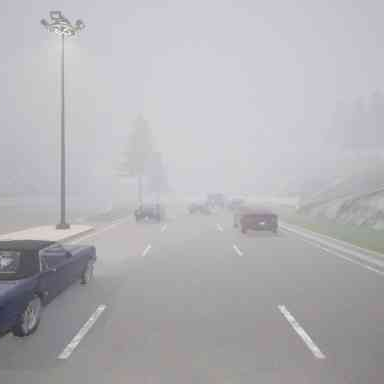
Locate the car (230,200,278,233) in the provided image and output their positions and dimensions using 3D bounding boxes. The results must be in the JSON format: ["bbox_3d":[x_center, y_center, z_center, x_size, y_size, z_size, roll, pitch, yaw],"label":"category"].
[{"bbox_3d":[3.604,1.477,19.528,1.882,1.535,5.008,0,0,0],"label":"car"}]

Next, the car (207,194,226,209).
[{"bbox_3d":[3.402,1.221,44.447,2.150,2.045,5.566,0,0,16],"label":"car"}]

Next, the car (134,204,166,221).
[{"bbox_3d":[-3.261,1.601,26.806,1.895,1.301,4.718,0,0,2],"label":"car"}]

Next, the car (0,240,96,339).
[{"bbox_3d":[-3.399,1.601,6.565,1.895,1.301,4.718,0,0,0],"label":"car"}]

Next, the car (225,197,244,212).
[{"bbox_3d":[5.382,1.504,38.439,1.837,1.490,4.892,0,0,14],"label":"car"}]

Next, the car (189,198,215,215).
[{"bbox_3d":[0.930,1.601,34.386,1.895,1.301,4.718,0,0,9],"label":"car"}]
